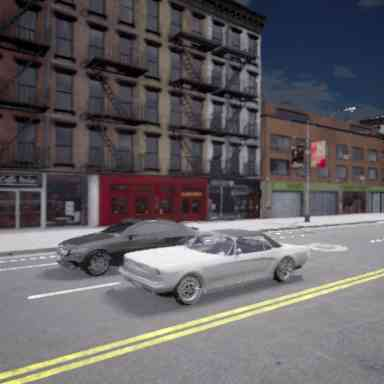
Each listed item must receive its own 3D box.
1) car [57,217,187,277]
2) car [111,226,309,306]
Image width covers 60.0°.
[{"bbox_3d":[-1.733,1.541,10.433,4.674,1.442,1.812,0,0,-35],"label":"car"},{"bbox_3d":[0.695,1.618,8.173,4.718,1.301,1.895,0,0,-35],"label":"car"}]
